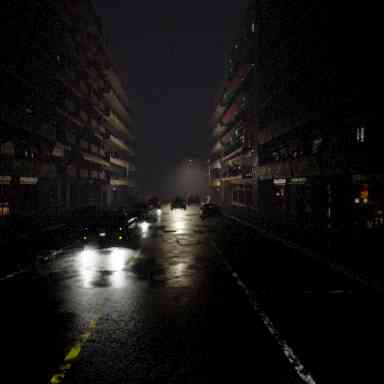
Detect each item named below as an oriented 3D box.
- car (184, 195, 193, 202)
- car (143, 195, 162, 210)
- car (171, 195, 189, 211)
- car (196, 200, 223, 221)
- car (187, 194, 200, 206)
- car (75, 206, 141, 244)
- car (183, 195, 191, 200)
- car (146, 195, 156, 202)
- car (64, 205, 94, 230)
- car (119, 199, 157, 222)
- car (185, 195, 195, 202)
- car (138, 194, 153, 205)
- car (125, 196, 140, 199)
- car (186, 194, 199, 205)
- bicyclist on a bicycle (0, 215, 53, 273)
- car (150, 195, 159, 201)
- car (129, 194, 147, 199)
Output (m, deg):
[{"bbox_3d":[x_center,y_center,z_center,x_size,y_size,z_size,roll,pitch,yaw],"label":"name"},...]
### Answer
[{"bbox_3d":[-0.753,1.490,77.916,1.947,1.339,4.313,-1,0,-3],"label":"car"},{"bbox_3d":[-4.975,1.475,43.485,1.837,1.490,4.892,0,-1,-3],"label":"car"},{"bbox_3d":[-1.659,1.496,41.057,1.812,1.442,4.674,0,0,-3],"label":"car"},{"bbox_3d":[1.507,1.565,26.987,1.802,1.307,4.206,-1,0,-3],"label":"car"},{"bbox_3d":[0.244,1.271,55.279,2.192,1.841,5.009,-1,0,-3],"label":"car"},{"bbox_3d":[-3.732,1.555,15.573,1.994,1.385,4.181,0,0,-2],"label":"car"},{"bbox_3d":[-1.479,1.461,94.893,1.947,1.339,4.313,-1,0,-3],"label":"car"},{"bbox_3d":[-8.843,1.477,71.826,1.887,1.381,4.507,-1,0,-3],"label":"car"},{"bbox_3d":[-6.578,1.532,20.896,1.887,1.381,4.507,-1,0,-3],"label":"car"},{"bbox_3d":[-4.217,1.529,26.802,2.033,1.411,5.357,0,0,-2],"label":"car"},{"bbox_3d":[-0.507,1.478,72.257,1.887,1.381,4.507,-1,0,-3],"label":"car"},{"bbox_3d":[-8.344,1.264,60.507,2.192,1.841,5.009,-1,0,-3],"label":"car"},{"bbox_3d":[-7.326,1.498,37.702,1.752,1.417,4.829,-1,0,-3],"label":"car"},{"bbox_3d":[-0.008,1.264,60.939,2.192,1.841,5.009,-1,0,-3],"label":"car"},{"bbox_3d":[-4.709,1.451,9.249,1.656,1.620,0.582,-2,0,-2],"label":"bicyclist on a bicycle"},{"bbox_3d":[-9.347,1.480,83.146,1.947,1.339,4.313,-1,0,-3],"label":"car"},{"bbox_3d":[-7.589,1.283,43.531,2.192,1.841,5.009,-1,0,-3],"label":"car"}]
